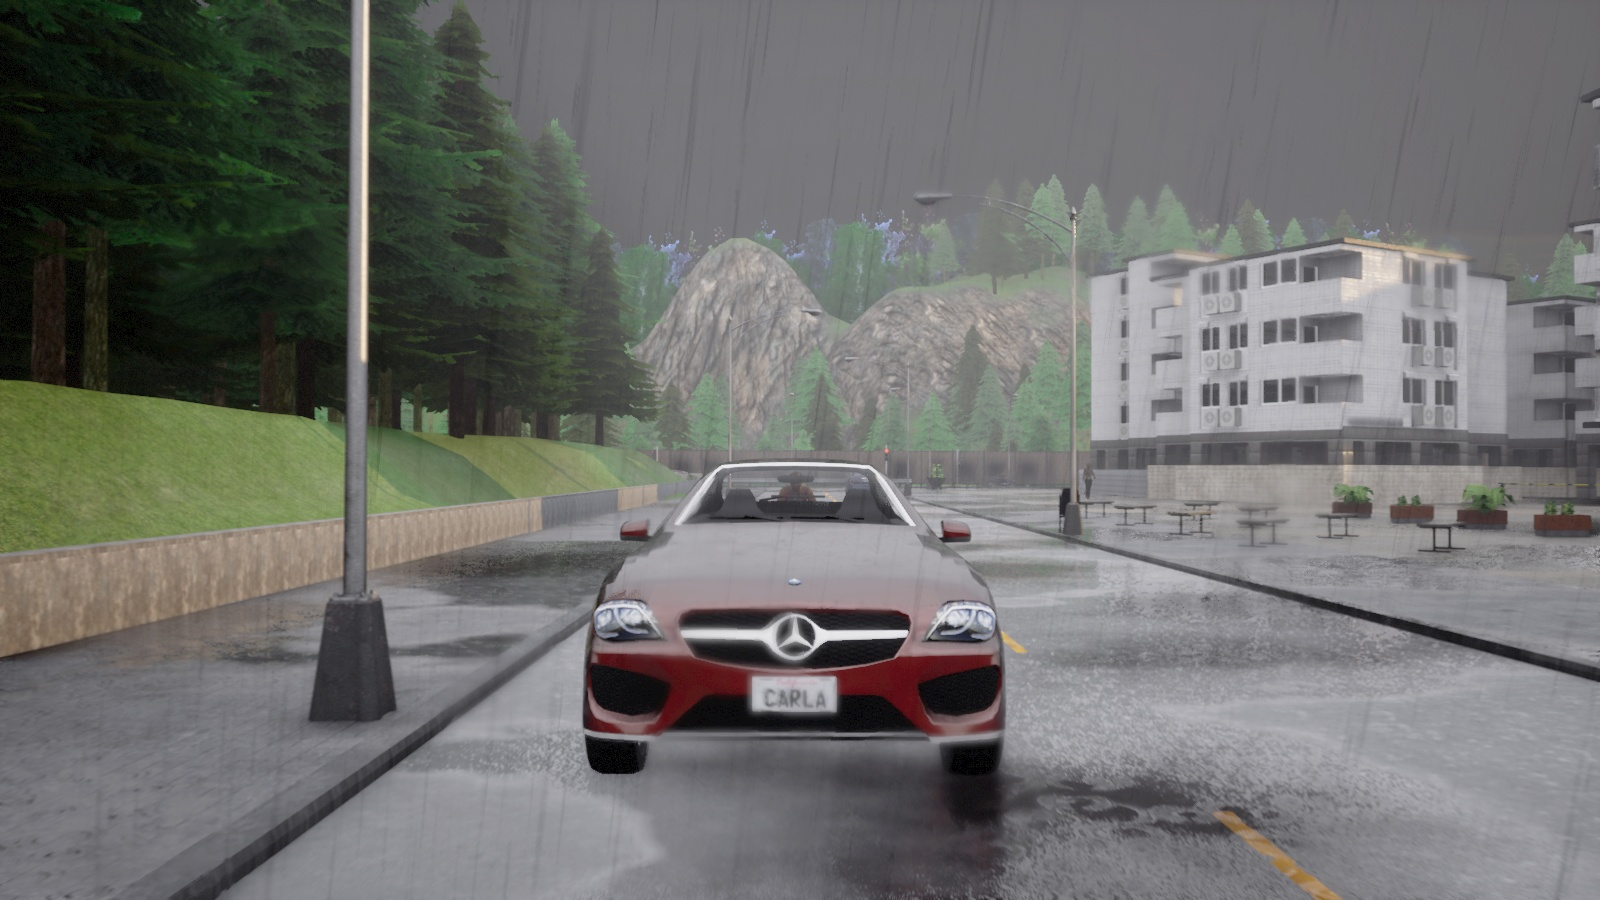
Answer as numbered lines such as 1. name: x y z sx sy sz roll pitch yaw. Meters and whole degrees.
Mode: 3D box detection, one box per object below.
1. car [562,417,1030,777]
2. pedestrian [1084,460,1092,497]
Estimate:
1. car: -0.024 0.718 8.309 2.152 1.651 5.027 0 -1 0
2. pedestrian: 14.444 1.421 62.953 0.331 1.846 0.634 0 -1 9
